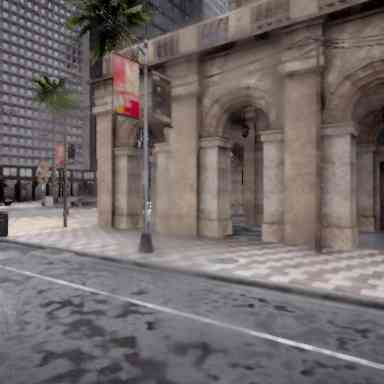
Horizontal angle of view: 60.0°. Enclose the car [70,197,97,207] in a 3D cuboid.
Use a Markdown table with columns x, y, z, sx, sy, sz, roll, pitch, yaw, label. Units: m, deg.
| x | y | z | sx | sy | sz | roll | pitch | yaw | label |
| --- | --- | --- | --- | --- | --- | --- | --- | --- | --- |
| -17.360 | 1.602 | 53.622 | 2.161 | 1.482 | 4.786 | 0 | 0 | 35 | car |
